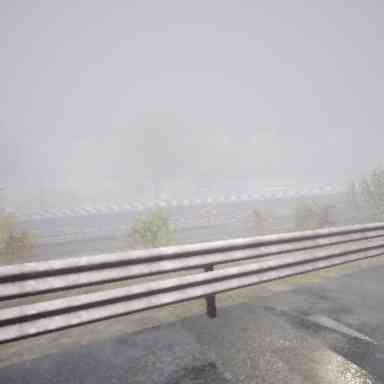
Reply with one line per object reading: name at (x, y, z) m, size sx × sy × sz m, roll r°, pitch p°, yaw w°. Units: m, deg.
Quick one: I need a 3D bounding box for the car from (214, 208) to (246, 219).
car at (5.898, 3.309, 48.276) m, size 4.181 × 1.385 × 1.994 m, roll -4°, pitch 3°, yaw -21°

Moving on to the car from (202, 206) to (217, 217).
car at (4.580, 3.165, 51.518) m, size 5.008 × 1.535 × 1.882 m, roll -4°, pitch 3°, yaw -21°

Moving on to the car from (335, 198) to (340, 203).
car at (28.157, 1.511, 60.369) m, size 4.181 × 1.385 × 1.994 m, roll -4°, pitch 3°, yaw -20°

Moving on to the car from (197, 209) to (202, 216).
car at (3.294, 3.105, 54.773) m, size 5.008 × 1.535 × 1.882 m, roll -4°, pitch 3°, yaw -21°
